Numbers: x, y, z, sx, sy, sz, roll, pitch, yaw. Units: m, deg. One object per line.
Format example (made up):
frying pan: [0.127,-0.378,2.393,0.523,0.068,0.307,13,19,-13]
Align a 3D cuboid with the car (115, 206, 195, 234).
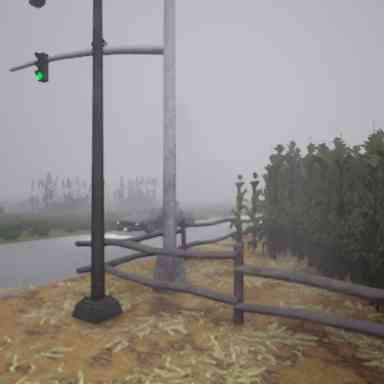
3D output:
car: [-1.938,1.553,19.529,2.033,1.411,5.357,0,0,35]
